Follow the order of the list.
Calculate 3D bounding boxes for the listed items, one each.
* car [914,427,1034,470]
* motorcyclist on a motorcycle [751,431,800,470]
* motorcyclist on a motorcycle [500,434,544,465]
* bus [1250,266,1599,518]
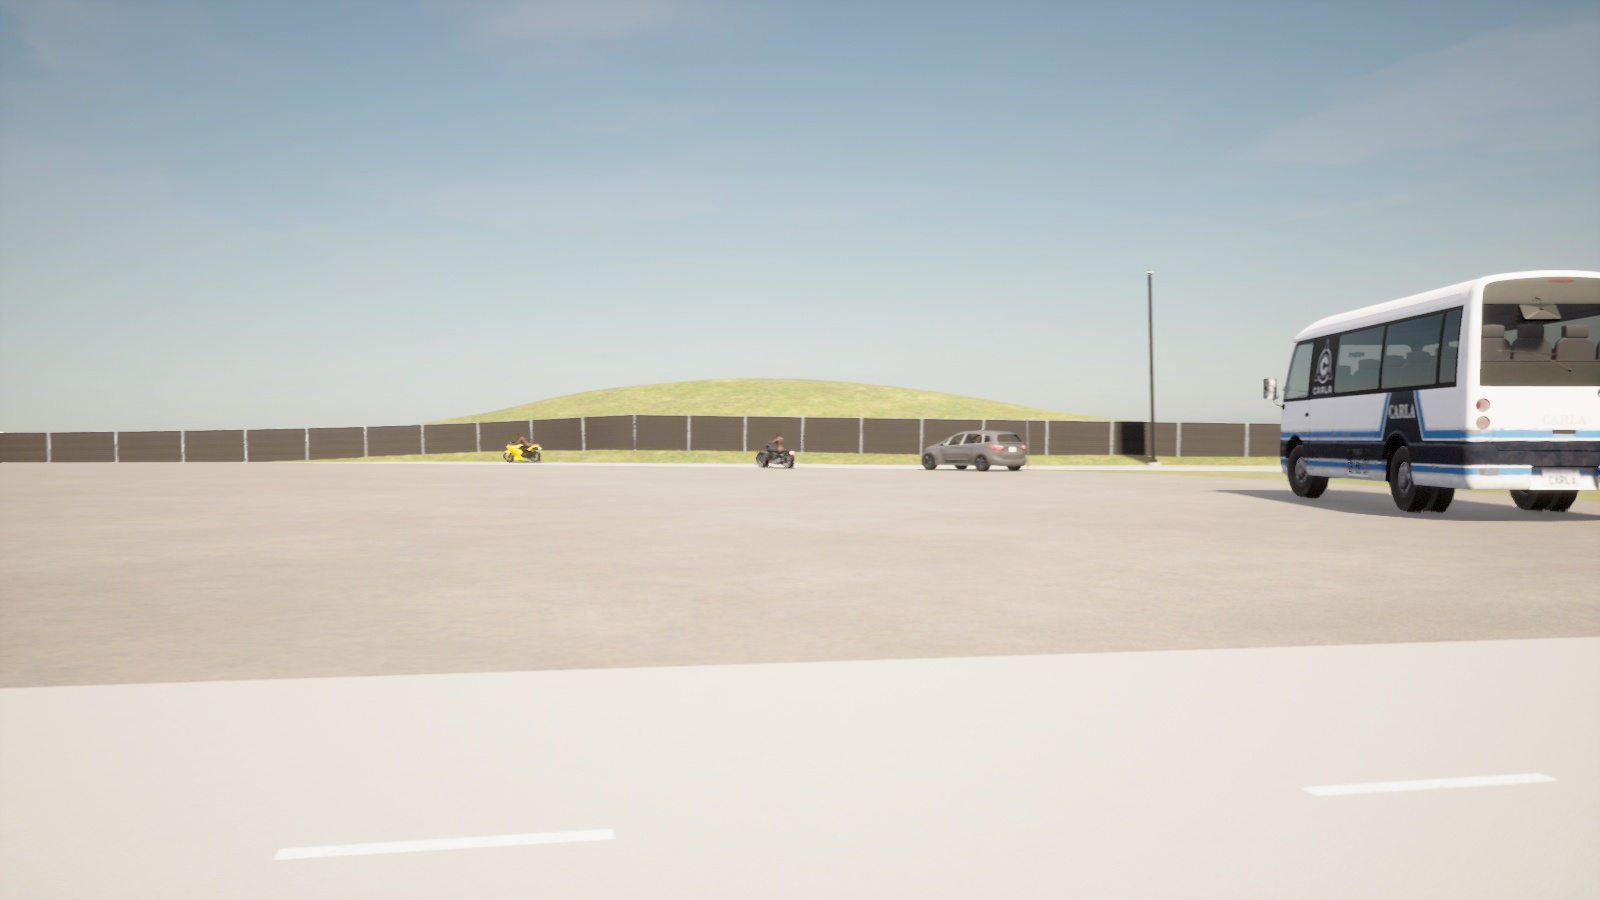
[{"bbox_3d":[7.124,-0.083,51.754,2.242,1.667,4.611,0,1,-39],"label":"car"},{"bbox_3d":[-1.085,0.019,55.273,0.766,1.649,2.350,-1,1,-44],"label":"motorcyclist on a motorcycle"},{"bbox_3d":[-14.123,-0.034,63.830,2.044,1.523,0.797,0,1,10],"label":"motorcyclist on a motorcycle"},{"bbox_3d":[13.035,-1.027,26.414,3.944,4.253,10.273,0,1,3],"label":"bus"}]
